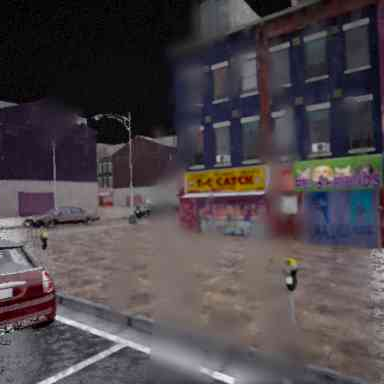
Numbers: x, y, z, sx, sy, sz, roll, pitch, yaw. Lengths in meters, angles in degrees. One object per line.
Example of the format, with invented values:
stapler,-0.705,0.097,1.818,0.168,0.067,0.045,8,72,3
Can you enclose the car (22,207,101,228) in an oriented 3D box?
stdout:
car,-9.319,1.789,24.299,2.033,1.411,5.357,-3,-2,39

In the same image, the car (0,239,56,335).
car,-4.279,1.508,5.895,4.097,1.590,1.967,-1,-2,36

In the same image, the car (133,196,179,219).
car,-3.386,1.458,32.582,2.150,2.045,5.566,-3,-2,36
